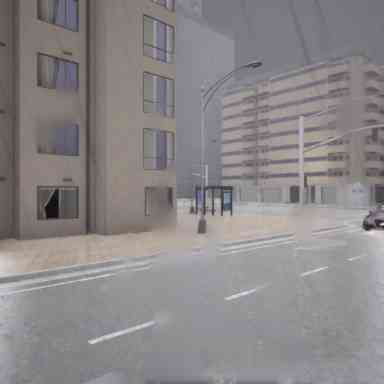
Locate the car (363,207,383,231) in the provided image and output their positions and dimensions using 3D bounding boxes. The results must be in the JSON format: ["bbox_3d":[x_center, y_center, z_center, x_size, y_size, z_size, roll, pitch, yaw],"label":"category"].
[{"bbox_3d":[11.517,1.562,19.528,1.994,1.385,4.181,0,0,38],"label":"car"}]
